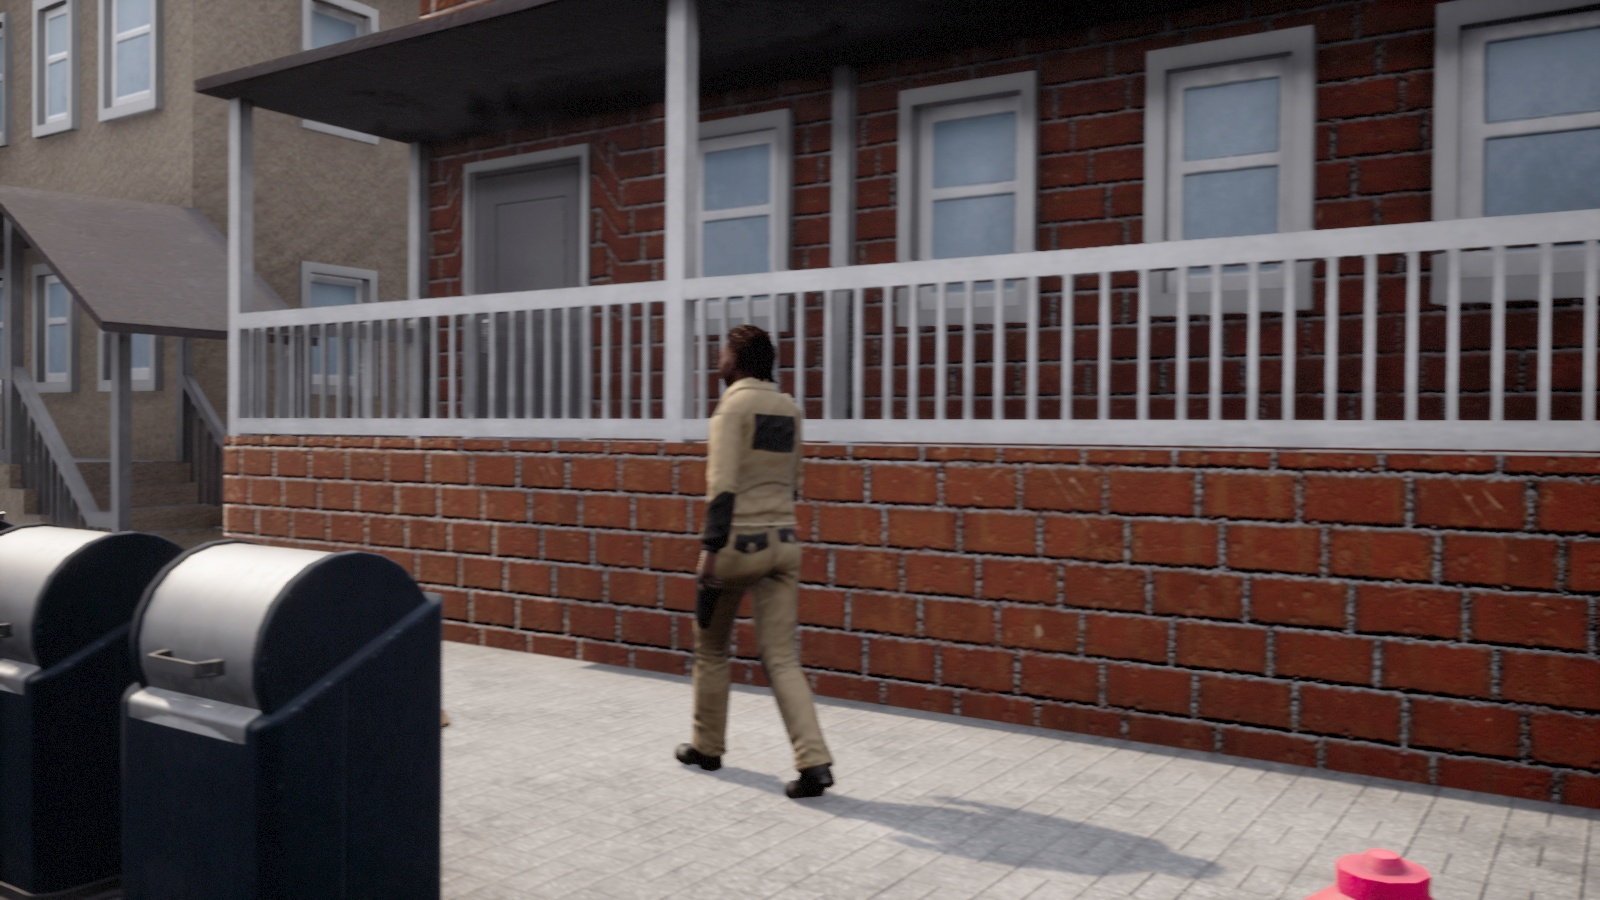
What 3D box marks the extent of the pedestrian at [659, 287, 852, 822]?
[{"bbox_3d":[-0.184,0.376,4.916,0.396,1.930,0.692,-1,1,-40],"label":"pedestrian"}]
